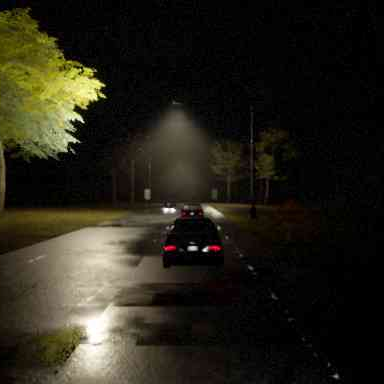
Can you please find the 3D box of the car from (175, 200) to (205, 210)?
[{"bbox_3d":[0.041,1.625,26.448,2.033,1.411,5.357,0,0,1],"label":"car"}]

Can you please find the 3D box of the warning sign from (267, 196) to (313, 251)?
[{"bbox_3d":[3.574,1.131,12.218,1.300,1.860,1.060,2,2,0],"label":"warning sign"}]

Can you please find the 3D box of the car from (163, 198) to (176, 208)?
[{"bbox_3d":[-3.583,1.798,54.307,2.128,1.511,4.902,0,-1,0],"label":"car"}]

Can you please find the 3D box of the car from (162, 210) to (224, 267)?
[{"bbox_3d":[0.044,1.561,11.400,2.033,1.411,5.357,0,0,1],"label":"car"}]
